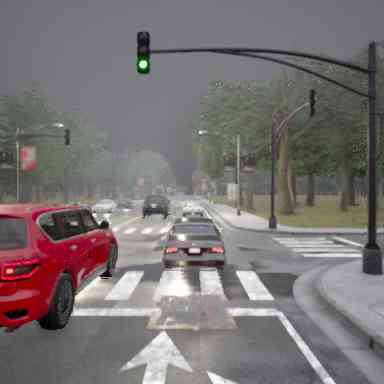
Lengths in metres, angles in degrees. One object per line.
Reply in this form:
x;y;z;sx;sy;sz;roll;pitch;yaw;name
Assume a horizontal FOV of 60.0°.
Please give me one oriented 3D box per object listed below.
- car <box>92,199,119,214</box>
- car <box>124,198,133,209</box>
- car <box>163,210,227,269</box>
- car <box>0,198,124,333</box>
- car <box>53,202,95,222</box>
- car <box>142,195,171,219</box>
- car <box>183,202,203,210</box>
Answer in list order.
-9.850;1.616;38.231;1.812;1.442;4.674;0;0;0;car
-9.793;1.623;48.479;1.837;1.490;4.892;0;0;0;car
0.080;1.571;11.159;2.033;1.411;5.357;0;0;0;car
-3.150;1.237;7.026;2.150;2.045;5.566;0;0;0;car
-9.853;1.591;28.137;1.812;1.442;4.674;0;0;0;car
-3.160;1.292;30.297;2.150;2.045;5.566;0;0;0;car
0.090;1.677;32.561;1.895;1.301;4.718;0;0;0;car
